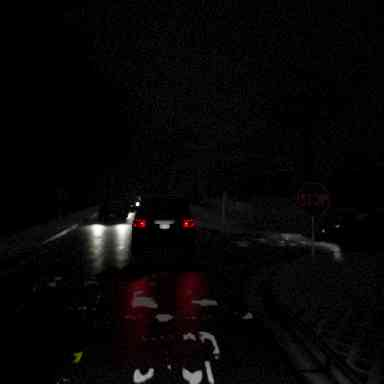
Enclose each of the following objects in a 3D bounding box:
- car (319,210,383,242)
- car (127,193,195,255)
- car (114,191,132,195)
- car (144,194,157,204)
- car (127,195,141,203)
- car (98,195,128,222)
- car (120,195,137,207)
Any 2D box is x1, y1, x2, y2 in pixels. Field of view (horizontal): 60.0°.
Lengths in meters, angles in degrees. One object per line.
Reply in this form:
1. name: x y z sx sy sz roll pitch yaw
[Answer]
1. car: 8.619 1.616 16.179 4.674 1.442 1.812 1 -2 -5
2. car: -1.185 1.141 13.124 2.150 2.045 5.566 1 1 -7
3. car: -7.105 0.919 34.448 2.150 2.045 5.566 0 0 -8
4. car: -6.709 1.070 54.022 1.882 1.535 5.008 0 0 -6
5. car: -9.873 1.177 56.656 1.895 1.301 4.718 0 0 -4
6. car: -5.687 1.266 24.470 1.882 1.535 5.008 0 1 -8
7. car: -8.508 1.130 44.713 1.837 1.490 4.892 0 0 -7
